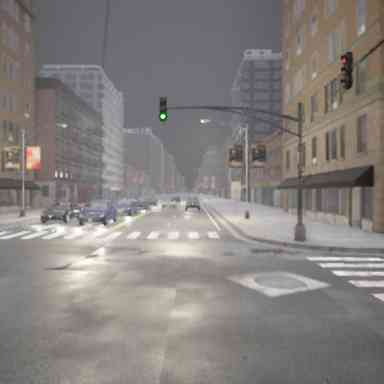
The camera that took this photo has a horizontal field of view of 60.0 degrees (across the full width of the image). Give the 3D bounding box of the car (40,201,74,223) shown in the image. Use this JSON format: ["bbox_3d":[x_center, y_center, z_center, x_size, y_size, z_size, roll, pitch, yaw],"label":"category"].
[{"bbox_3d":[-9.838,1.496,25.468,1.837,1.490,4.892,0,0,0],"label":"car"}]

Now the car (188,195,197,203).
[{"bbox_3d":[0.101,1.445,66.633,1.882,1.535,5.008,0,0,0],"label":"car"}]

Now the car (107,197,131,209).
[{"bbox_3d":[-9.739,1.472,44.885,2.128,1.511,4.902,0,0,0],"label":"car"}]

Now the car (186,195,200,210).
[{"bbox_3d":[0.110,1.529,42.983,2.033,1.411,5.357,0,0,0],"label":"car"}]

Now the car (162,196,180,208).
[{"bbox_3d":[-3.139,1.580,47.058,1.895,1.301,4.718,0,0,0],"label":"car"}]

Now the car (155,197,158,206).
[{"bbox_3d":[-6.487,1.480,53.225,1.837,1.490,4.892,0,0,0],"label":"car"}]

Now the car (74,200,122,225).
[{"bbox_3d":[-6.579,1.518,23.799,1.812,1.442,4.674,0,0,0],"label":"car"}]

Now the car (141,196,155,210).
[{"bbox_3d":[-6.490,1.529,43.051,2.033,1.411,5.357,0,0,0],"label":"car"}]

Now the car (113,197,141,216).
[{"bbox_3d":[-6.567,1.513,32.901,1.812,1.442,4.674,0,0,0],"label":"car"}]
